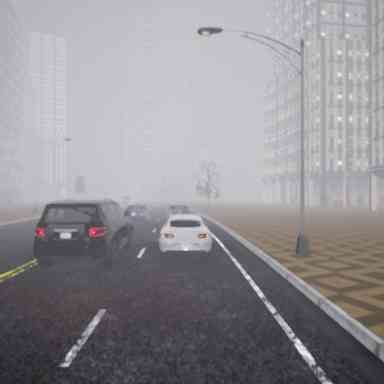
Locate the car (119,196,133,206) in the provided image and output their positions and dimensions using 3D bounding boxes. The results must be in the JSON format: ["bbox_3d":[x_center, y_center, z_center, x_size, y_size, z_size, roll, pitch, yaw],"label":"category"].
[{"bbox_3d":[-11.403,1.517,57.597,2.097,1.767,4.553,0,0,-9],"label":"car"}]

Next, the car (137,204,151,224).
[{"bbox_3d":[-4.242,1.623,25.541,2.033,1.411,5.357,0,0,-4],"label":"car"}]

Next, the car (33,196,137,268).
[{"bbox_3d":[-3.469,1.259,11.606,2.150,2.045,5.566,0,0,-2],"label":"car"}]

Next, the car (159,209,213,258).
[{"bbox_3d":[-0.257,1.563,12.740,1.812,1.442,4.674,0,-1,-2],"label":"car"}]

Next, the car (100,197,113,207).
[{"bbox_3d":[-14.591,1.692,56.991,1.812,1.442,4.674,0,0,-9],"label":"car"}]

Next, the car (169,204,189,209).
[{"bbox_3d":[-1.005,1.621,25.779,2.033,1.411,5.357,0,0,-4],"label":"car"}]
